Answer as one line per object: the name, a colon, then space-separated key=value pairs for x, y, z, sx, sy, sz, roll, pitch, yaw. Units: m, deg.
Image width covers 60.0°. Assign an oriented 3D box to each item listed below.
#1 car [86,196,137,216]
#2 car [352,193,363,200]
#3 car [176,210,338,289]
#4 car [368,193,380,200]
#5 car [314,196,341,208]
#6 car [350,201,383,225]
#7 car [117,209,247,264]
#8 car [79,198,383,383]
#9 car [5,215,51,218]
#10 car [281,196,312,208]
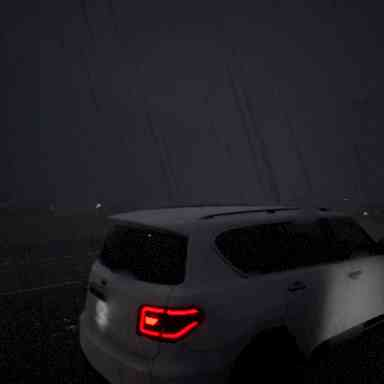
car: x=-8.015 y=1.312 z=33.425 sx=4.553 sy=1.767 sz=2.097 roll=0 pitch=0 yaw=-40
car: x=38.615 y=1.074 z=77.682 sx=1.882 sy=1.535 sz=5.008 roll=0 pitch=0 yaw=31
car: x=2.126 y=1.442 z=9.880 sx=5.008 sy=1.535 sz=1.882 roll=0 pitch=0 yaw=-38
car: x=41.725 y=1.110 z=76.069 sx=2.128 sy=1.511 sz=4.902 roll=0 pitch=0 yaw=31
car: x=17.955 y=1.319 z=43.845 sx=1.812 sy=1.442 sz=4.674 roll=0 pitch=0 yaw=42
car: x=13.281 y=1.433 z=23.959 sx=4.181 sy=1.385 sz=1.994 roll=0 pitch=0 yaw=-42
car: x=-0.233 y=1.497 z=12.474 sx=4.674 sy=1.442 sz=1.812 roll=0 pitch=0 yaw=-38
car: x=1.273 y=1.204 z=4.824 sx=5.566 sy=2.045 sz=2.150 roll=0 pitch=0 yaw=-37
car: x=-12.929 y=1.360 z=25.041 sx=4.553 sy=1.767 sz=2.097 roll=0 pitch=0 yaw=-38
car: x=14.214 y=1.302 z=44.949 sx=2.128 sy=1.511 sz=4.902 roll=0 pitch=0 yaw=43
